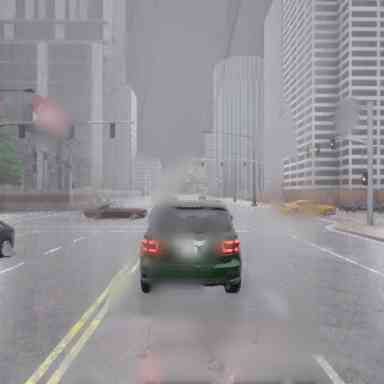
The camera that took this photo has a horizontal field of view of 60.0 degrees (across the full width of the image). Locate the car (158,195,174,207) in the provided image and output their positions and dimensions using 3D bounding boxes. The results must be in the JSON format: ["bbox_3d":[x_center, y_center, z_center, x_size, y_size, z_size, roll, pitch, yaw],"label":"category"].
[{"bbox_3d":[-4.026,1.352,52.238,2.097,1.767,4.553,0,0,0],"label":"car"}]

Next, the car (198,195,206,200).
[{"bbox_3d":[2.737,1.500,90.590,1.837,1.490,4.892,0,0,0],"label":"car"}]

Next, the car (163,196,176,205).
[{"bbox_3d":[-4.082,1.547,61.861,2.033,1.411,5.357,0,0,0],"label":"car"}]

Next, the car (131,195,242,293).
[{"bbox_3d":[-0.021,1.221,8.980,2.150,2.045,5.566,0,0,0],"label":"car"}]

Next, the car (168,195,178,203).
[{"bbox_3d":[-4.105,1.500,72.166,1.837,1.490,4.892,0,0,0],"label":"car"}]

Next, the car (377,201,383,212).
[{"bbox_3d":[22.134,1.477,33.882,5.008,1.535,1.882,0,0,-1],"label":"car"}]

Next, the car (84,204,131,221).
[{"bbox_3d":[-5.898,1.601,26.293,4.718,1.301,1.895,0,0,-1],"label":"car"}]

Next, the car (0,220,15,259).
[{"bbox_3d":[-7.156,1.506,9.851,1.837,1.490,4.892,0,0,0],"label":"car"}]

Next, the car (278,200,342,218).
[{"bbox_3d":[10.382,1.477,30.020,5.008,1.535,1.882,0,0,-1],"label":"car"}]

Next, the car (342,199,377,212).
[{"bbox_3d":[19.466,1.547,37.347,5.357,1.411,2.033,0,0,-1],"label":"car"}]
